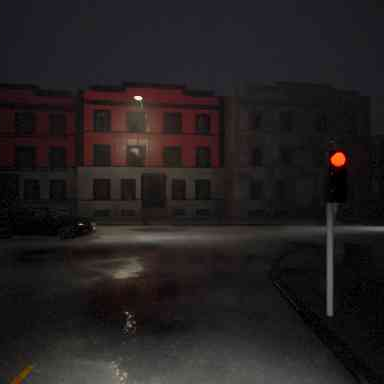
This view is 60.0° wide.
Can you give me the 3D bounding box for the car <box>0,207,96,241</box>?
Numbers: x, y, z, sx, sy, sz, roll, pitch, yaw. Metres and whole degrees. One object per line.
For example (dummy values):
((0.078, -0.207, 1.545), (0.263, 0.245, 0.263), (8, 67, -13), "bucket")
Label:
((-7.180, 1.489, 16.053), (4.902, 1.511, 2.128), (0, 0, 0), "car")
